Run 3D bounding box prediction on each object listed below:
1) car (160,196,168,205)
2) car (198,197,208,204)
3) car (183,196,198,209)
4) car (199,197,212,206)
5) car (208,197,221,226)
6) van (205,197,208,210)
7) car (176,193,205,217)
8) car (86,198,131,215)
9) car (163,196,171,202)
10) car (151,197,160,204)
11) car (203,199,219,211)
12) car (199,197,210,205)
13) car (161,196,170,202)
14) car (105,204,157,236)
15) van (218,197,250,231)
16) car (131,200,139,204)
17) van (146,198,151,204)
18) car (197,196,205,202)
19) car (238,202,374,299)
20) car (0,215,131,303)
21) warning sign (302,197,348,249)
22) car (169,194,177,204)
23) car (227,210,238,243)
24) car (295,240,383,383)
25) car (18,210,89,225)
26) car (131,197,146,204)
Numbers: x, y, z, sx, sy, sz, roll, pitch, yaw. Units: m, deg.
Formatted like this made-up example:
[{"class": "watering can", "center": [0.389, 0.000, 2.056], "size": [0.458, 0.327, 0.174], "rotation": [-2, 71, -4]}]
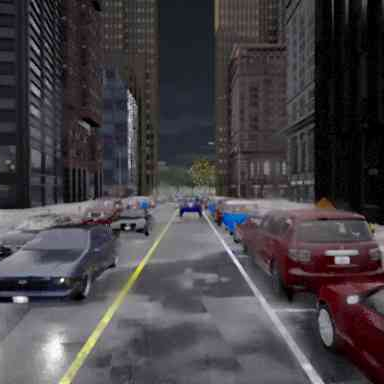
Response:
[{"class": "car", "center": [-6.211, 1.685, 63.576], "size": [1.887, 1.381, 4.507], "rotation": [-1, 0, 0]}, {"class": "car", "center": [2.272, 1.673, 69.539], "size": [2.008, 1.369, 4.403], "rotation": [-1, 0, 0]}, {"class": "car", "center": [-0.216, 1.448, 46.586], "size": [2.097, 1.767, 4.553], "rotation": [0, 0, 0]}, {"class": "car", "center": [2.347, 1.676, 59.133], "size": [1.947, 1.339, 4.313], "rotation": [-1, 0, 0]}, {"class": "car", "center": [2.621, 1.358, 23.689], "size": [2.192, 1.841, 5.009], "rotation": [-1, 0, 0]}, {"class": "van", "center": [2.560, 1.405, 33.864], "size": [1.690, 1.788, 3.998], "rotation": [-1, 0, 0]}, {"class": "car", "center": [-0.118, 1.291, 32.532], "size": [2.150, 2.045, 5.566], "rotation": [0, 0, 0]}, {"class": "car", "center": [-5.924, 1.381, 22.834], "size": [2.192, 1.841, 5.009], "rotation": [-1, 0, 0]}, {"class": "car", "center": [-6.364, 1.720, 85.088], "size": [1.947, 1.339, 4.313], "rotation": [-1, 0, 0]}, {"class": "car", "center": [-6.098, 1.555, 47.442], "size": [1.967, 1.590, 4.097], "rotation": [-1, 0, 0]}, {"class": "car", "center": [2.458, 1.665, 43.526], "size": [1.802, 1.307, 4.206], "rotation": [-1, 0, 0]}, {"class": "car", "center": [2.309, 1.682, 64.337], "size": [1.947, 1.339, 4.313], "rotation": [-1, 0, 0]}, {"class": "car", "center": [-6.326, 1.704, 79.709], "size": [2.008, 1.369, 4.403], "rotation": [-1, 0, 0]}, {"class": "car", "center": [-3.207, 1.614, 18.654], "size": [1.994, 1.385, 4.181], "rotation": [0, 0, 0]}, {"class": "van", "center": [2.651, 1.374, 18.602], "size": [1.690, 1.788, 3.998], "rotation": [-1, 0, 0]}, {"class": "car", "center": [-5.955, 1.621, 27.720], "size": [1.887, 1.381, 4.507], "rotation": [-1, 0, 0]}, {"class": "van", "center": [-6.028, 1.437, 37.492], "size": [1.690, 1.788, 3.998], "rotation": [-1, 0, 0]}, {"class": "car", "center": [2.197, 1.654, 80.114], "size": [1.752, 1.417, 4.829], "rotation": [-1, 0, 0]}, {"class": "car", "center": [2.712, 1.325, 8.427], "size": [2.192, 1.841, 5.009], "rotation": [-1, 0, 0]}, {"class": "car", "center": [-3.144, 1.575, 8.697], "size": [2.033, 1.411, 5.357], "rotation": [0, 0, -1]}, {"class": "warning sign", "center": [5.004, 1.128, 12.642], "size": [1.300, 1.860, 1.060], "rotation": [1, 1, 0]}, {"class": "car", "center": [-3.488, 1.656, 70.445], "size": [2.128, 1.511, 4.902], "rotation": [0, 0, 0]}, {"class": "car", "center": [2.686, 1.603, 13.513], "size": [1.802, 1.307, 4.206], "rotation": [-1, 0, 0]}, {"class": "car", "center": [2.746, 1.543, 3.338], "size": [1.887, 1.381, 4.507], "rotation": [-1, 0, 0]}, {"class": "car", "center": [-5.851, 1.596, 13.061], "size": [2.008, 1.369, 4.403], "rotation": [-1, 0, 0]}, {"class": "car", "center": [-5.992, 1.527, 32.605], "size": [1.967, 1.590, 4.097], "rotation": [-1, 0, 0]}]
